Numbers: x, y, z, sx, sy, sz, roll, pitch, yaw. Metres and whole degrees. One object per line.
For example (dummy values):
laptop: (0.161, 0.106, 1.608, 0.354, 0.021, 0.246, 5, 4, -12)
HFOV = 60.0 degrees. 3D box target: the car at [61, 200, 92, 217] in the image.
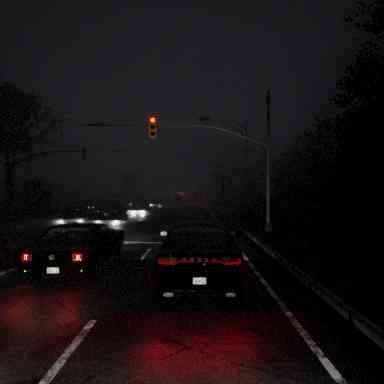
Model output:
car: (-10.311, 1.478, 30.515, 1.882, 1.535, 5.008, 0, 0, 1)

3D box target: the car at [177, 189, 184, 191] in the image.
car: (-2.656, 0.174, 77.289, 2.097, 1.767, 4.553, 0, 3, 1)

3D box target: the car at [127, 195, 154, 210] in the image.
car: (-6.658, 1.493, 43.301, 2.128, 1.511, 4.902, 0, 0, 1)

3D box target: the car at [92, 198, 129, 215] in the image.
car: (-6.832, 1.525, 28.749, 1.812, 1.442, 4.674, 0, 0, 1)

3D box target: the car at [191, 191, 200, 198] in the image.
car: (0.848, 0.561, 77.644, 1.895, 1.301, 4.718, 0, 3, 1)

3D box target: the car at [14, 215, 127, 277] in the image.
car: (-3.368, 1.601, 10.241, 1.895, 1.301, 4.718, 0, 0, -1)

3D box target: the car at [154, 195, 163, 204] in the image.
car: (-6.423, 1.293, 60.756, 1.882, 1.535, 5.008, 0, 2, 1)

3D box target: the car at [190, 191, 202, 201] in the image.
car: (0.821, 0.738, 66.979, 2.150, 2.045, 5.566, 0, 3, 1)

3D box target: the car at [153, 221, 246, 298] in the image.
car: (0.157, 1.478, 8.564, 1.882, 1.535, 5.008, 0, 0, 0)

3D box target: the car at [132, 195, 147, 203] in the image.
car: (-9.879, 1.287, 62.989, 1.994, 1.385, 4.181, 0, 3, 1)

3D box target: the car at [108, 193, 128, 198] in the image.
car: (-10.127, 1.221, 45.837, 2.150, 2.045, 5.566, 0, 0, 1)

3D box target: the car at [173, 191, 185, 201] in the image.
car: (-2.779, 1.070, 66.912, 2.033, 1.411, 5.357, 0, 3, 1)
